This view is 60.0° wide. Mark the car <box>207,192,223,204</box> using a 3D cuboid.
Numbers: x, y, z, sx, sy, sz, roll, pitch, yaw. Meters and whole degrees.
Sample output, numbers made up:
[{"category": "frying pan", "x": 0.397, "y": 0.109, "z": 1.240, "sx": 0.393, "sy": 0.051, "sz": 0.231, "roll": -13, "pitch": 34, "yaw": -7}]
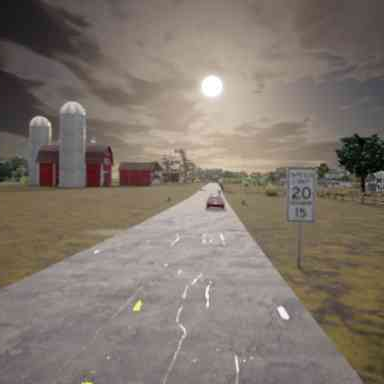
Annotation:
[{"category": "car", "x": 3.260, "y": 0.797, "z": 46.692, "sx": 2.033, "sy": 1.411, "sz": 5.357, "roll": 1, "pitch": 1, "yaw": 4}]

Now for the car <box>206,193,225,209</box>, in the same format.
[{"category": "car", "x": 2.582, "y": 1.039, "z": 36.770, "sx": 1.994, "sy": 1.385, "sz": 4.181, "roll": 1, "pitch": 1, "yaw": 3}]

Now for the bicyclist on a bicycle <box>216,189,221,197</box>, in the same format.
[{"category": "bicyclist on a bicycle", "x": 5.270, "y": 0.179, "z": 65.972, "sx": 0.866, "sy": 1.612, "sz": 1.509, "roll": 1, "pitch": 2, "yaw": 4}]

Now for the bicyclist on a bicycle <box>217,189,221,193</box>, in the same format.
[{"category": "bicyclist on a bicycle", "x": 4.645, "y": 0.461, "z": 57.004, "sx": 0.582, "sy": 1.620, "sz": 1.656, "roll": 1, "pitch": 1, "yaw": 4}]
